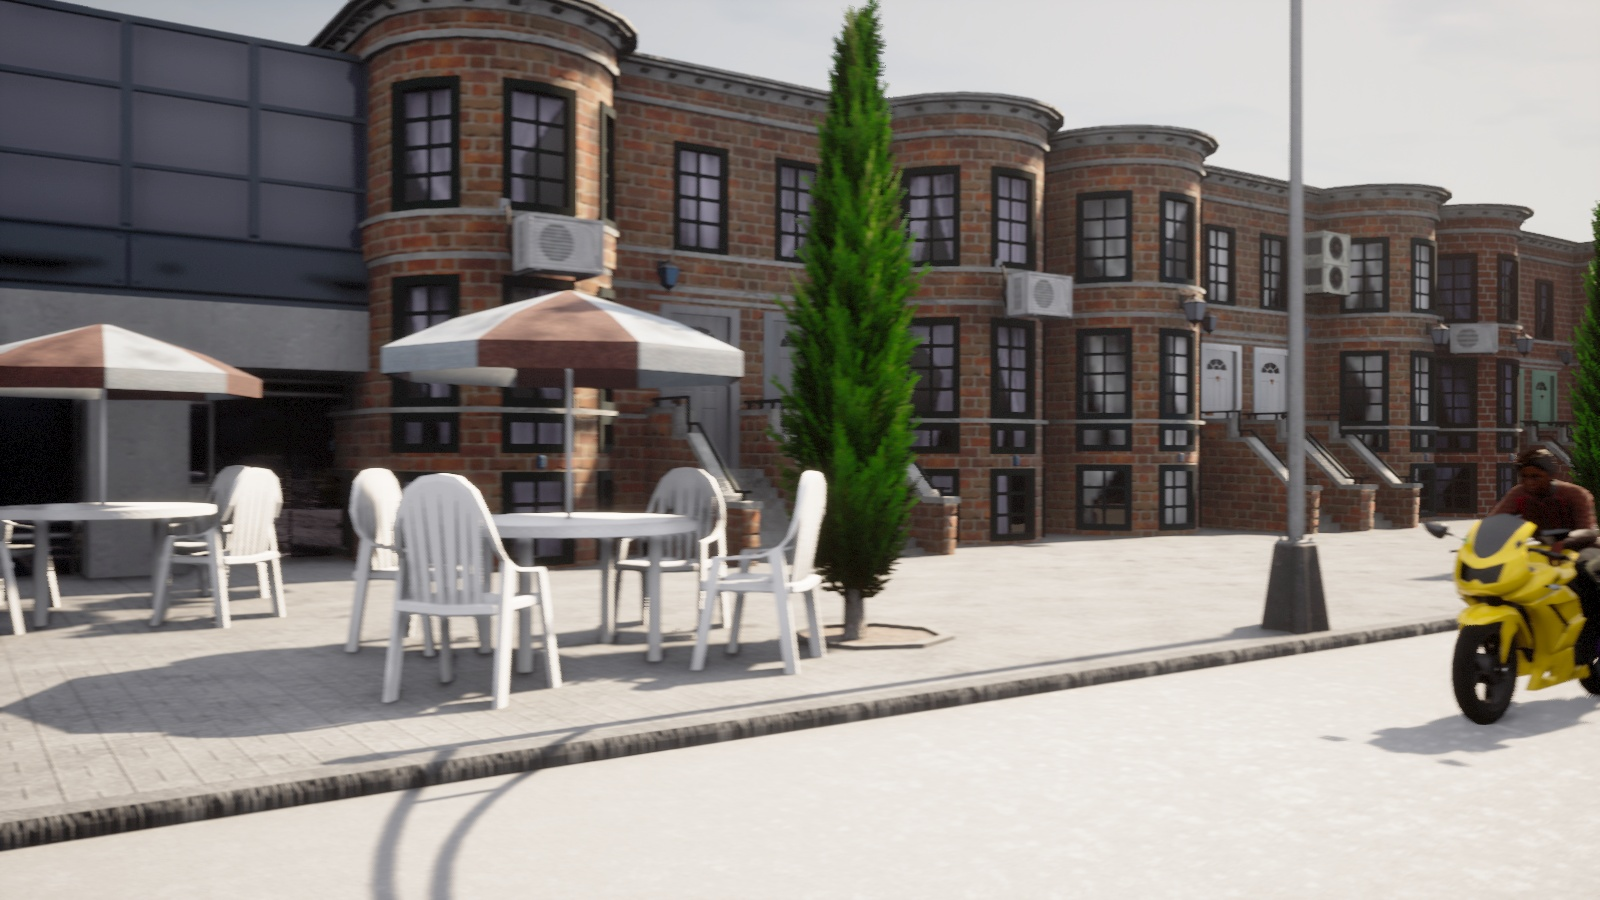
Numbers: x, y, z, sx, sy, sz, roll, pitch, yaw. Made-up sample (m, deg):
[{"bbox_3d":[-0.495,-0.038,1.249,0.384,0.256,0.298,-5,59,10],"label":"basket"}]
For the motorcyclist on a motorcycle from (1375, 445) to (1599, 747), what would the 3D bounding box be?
[{"bbox_3d":[4.265,0.736,7.237,2.044,1.523,0.797,0,0,-35],"label":"motorcyclist on a motorcycle"}]
